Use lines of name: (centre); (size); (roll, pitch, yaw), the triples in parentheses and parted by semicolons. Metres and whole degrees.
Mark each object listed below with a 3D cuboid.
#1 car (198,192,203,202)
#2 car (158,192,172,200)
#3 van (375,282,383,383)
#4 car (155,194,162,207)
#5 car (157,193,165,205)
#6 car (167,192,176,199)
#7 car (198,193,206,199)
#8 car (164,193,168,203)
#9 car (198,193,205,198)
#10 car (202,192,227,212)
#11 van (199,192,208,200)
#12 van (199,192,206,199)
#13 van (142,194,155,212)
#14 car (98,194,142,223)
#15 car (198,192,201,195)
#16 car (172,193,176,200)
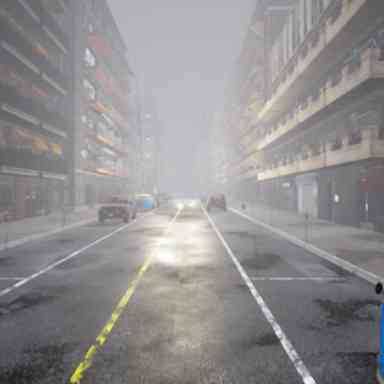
car: (2.578, 1.210, 58.307); (1.947, 1.339, 4.313); (1, 0, 0)
car: (-5.299, 0.960, 58.276); (2.192, 1.841, 5.009); (1, 0, 0)
van: (2.577, 1.331, 1.598); (1.690, 1.788, 3.998); (1, 0, 0)
car: (-5.303, 1.298, 41.265); (2.008, 1.369, 4.403); (1, 0, 0)
car: (-5.303, 1.279, 46.936); (1.947, 1.339, 4.313); (1, 0, 0)
car: (-5.299, 0.918, 86.631); (1.967, 1.590, 4.097); (1, 0, 0)
car: (2.580, 1.043, 86.660); (1.947, 1.339, 4.313); (1, 0, 0)
car: (-5.302, 1.229, 52.607); (2.008, 1.369, 4.403); (1, 0, 0)
car: (2.580, 0.989, 92.331); (1.887, 1.381, 4.507); (1, 0, 0)
car: (2.580, 1.096, 35.622); (2.192, 1.841, 5.009); (1, 0, 0)
van: (2.582, 0.885, 75.318); (1.690, 1.788, 3.998); (1, 0, 0)
van: (2.582, 0.852, 80.989); (1.690, 1.788, 3.998); (1, 0, 0)
van: (-5.301, 1.123, 35.593); (1.690, 1.788, 3.998); (1, 0, 0)
car: (-5.301, 1.166, 24.251); (2.192, 1.841, 5.009); (1, 0, 0)
car: (2.579, 1.162, 63.978); (2.008, 1.369, 4.403); (1, 0, 0)
car: (-5.300, 0.984, 75.289); (1.967, 1.590, 4.097); (1, 0, 0)
